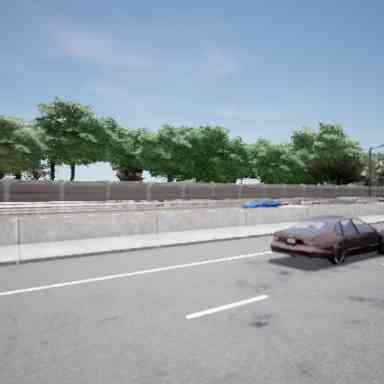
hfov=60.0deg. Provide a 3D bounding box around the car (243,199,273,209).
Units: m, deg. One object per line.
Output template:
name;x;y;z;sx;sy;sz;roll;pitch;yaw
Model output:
car;7.522;1.471;35.156;5.008;1.535;1.882;0;0;-35

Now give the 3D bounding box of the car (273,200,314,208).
car;10.587;1.593;33.044;4.718;1.301;1.895;0;0;-35

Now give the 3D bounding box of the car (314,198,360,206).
car;13.912;1.344;31.114;4.553;1.767;2.097;0;0;-35

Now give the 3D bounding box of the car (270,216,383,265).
car;5.098;1.546;11.678;5.357;1.411;2.033;0;0;-35
